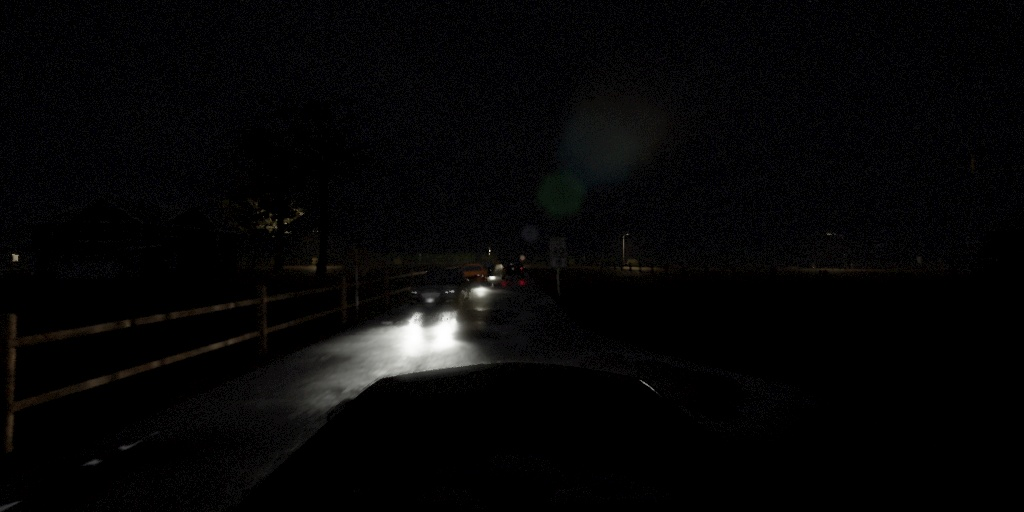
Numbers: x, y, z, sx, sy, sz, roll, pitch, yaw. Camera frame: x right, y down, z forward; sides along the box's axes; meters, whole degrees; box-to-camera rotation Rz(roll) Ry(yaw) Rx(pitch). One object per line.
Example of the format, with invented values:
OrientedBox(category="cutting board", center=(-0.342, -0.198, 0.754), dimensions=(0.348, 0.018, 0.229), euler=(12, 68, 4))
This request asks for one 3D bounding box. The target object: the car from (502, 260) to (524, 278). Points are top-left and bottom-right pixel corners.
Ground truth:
OrientedBox(category="car", center=(0.094, 1.192, 34.890), dimensions=(2.097, 1.767, 4.553), euler=(-1, 0, 0))

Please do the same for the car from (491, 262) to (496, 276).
OrientedBox(category="car", center=(-2.834, 1.394, 40.081), dimensions=(1.882, 1.535, 5.008), euler=(-1, 0, 0))

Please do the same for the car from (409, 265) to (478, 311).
OrientedBox(category="car", center=(-2.863, 1.299, 14.974), dimensions=(2.128, 1.511, 4.902), euler=(-1, 0, 0))

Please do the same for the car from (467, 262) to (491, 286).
OrientedBox(category="car", center=(-2.857, 1.329, 26.642), dimensions=(1.882, 1.535, 5.008), euler=(-1, 0, 0))
